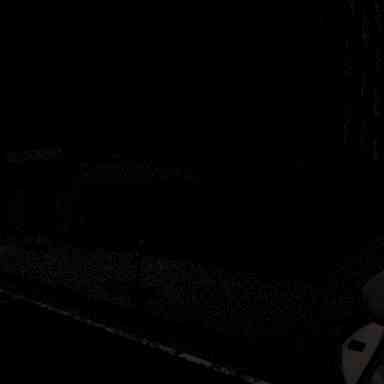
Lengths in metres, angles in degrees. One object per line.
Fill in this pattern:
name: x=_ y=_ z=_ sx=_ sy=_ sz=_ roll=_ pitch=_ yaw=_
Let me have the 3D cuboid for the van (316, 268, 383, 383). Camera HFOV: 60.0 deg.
van: x=2.479 y=1.342 z=1.181 sx=3.998 sy=1.788 sz=1.690 roll=0 pitch=1 yaw=35
